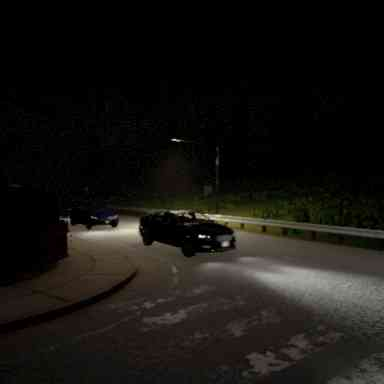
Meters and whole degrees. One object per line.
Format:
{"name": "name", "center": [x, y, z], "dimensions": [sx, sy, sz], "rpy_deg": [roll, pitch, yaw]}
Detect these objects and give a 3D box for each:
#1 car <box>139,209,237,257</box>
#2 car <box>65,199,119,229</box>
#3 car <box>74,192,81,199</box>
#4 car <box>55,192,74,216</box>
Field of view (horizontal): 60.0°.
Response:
{"name": "car", "center": [-0.336, 1.450, 13.005], "dimensions": [2.128, 1.511, 4.902], "rpy_deg": [0, 0, -37]}
{"name": "car", "center": [-6.239, 1.430, 20.986], "dimensions": [1.812, 1.442, 4.674], "rpy_deg": [0, 0, -36]}
{"name": "car", "center": [-14.474, 1.032, 38.317], "dimensions": [2.150, 2.045, 5.566], "rpy_deg": [0, 0, -37]}
{"name": "car", "center": [-12.753, 1.064, 29.819], "dimensions": [2.150, 2.045, 5.566], "rpy_deg": [0, 1, -36]}
